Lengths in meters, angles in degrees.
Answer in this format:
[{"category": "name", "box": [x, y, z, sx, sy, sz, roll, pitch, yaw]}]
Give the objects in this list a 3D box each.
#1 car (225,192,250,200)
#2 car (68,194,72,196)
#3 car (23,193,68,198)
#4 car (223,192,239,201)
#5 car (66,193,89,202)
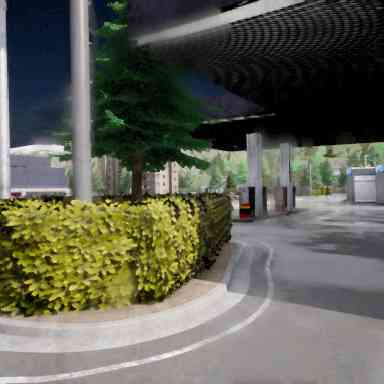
[{"category": "car", "box": [9.177, 0.812, 66.517, 4.514, 1.523, 2.007, -1, 1, 35]}, {"category": "car", "box": [-24.271, 1.124, 63.885, 3.866, 1.878, 1.905, -1, 1, 35]}, {"category": "car", "box": [-14.795, 1.183, 33.599, 3.866, 1.878, 1.905, -1, 1, 35]}, {"category": "car", "box": [7.405, 0.851, 63.928, 5.027, 1.636, 2.152, -1, 1, 35]}, {"category": "car", "box": [-22.926, 1.103, 66.494, 4.605, 1.855, 1.932, -1, 1, 35]}]
